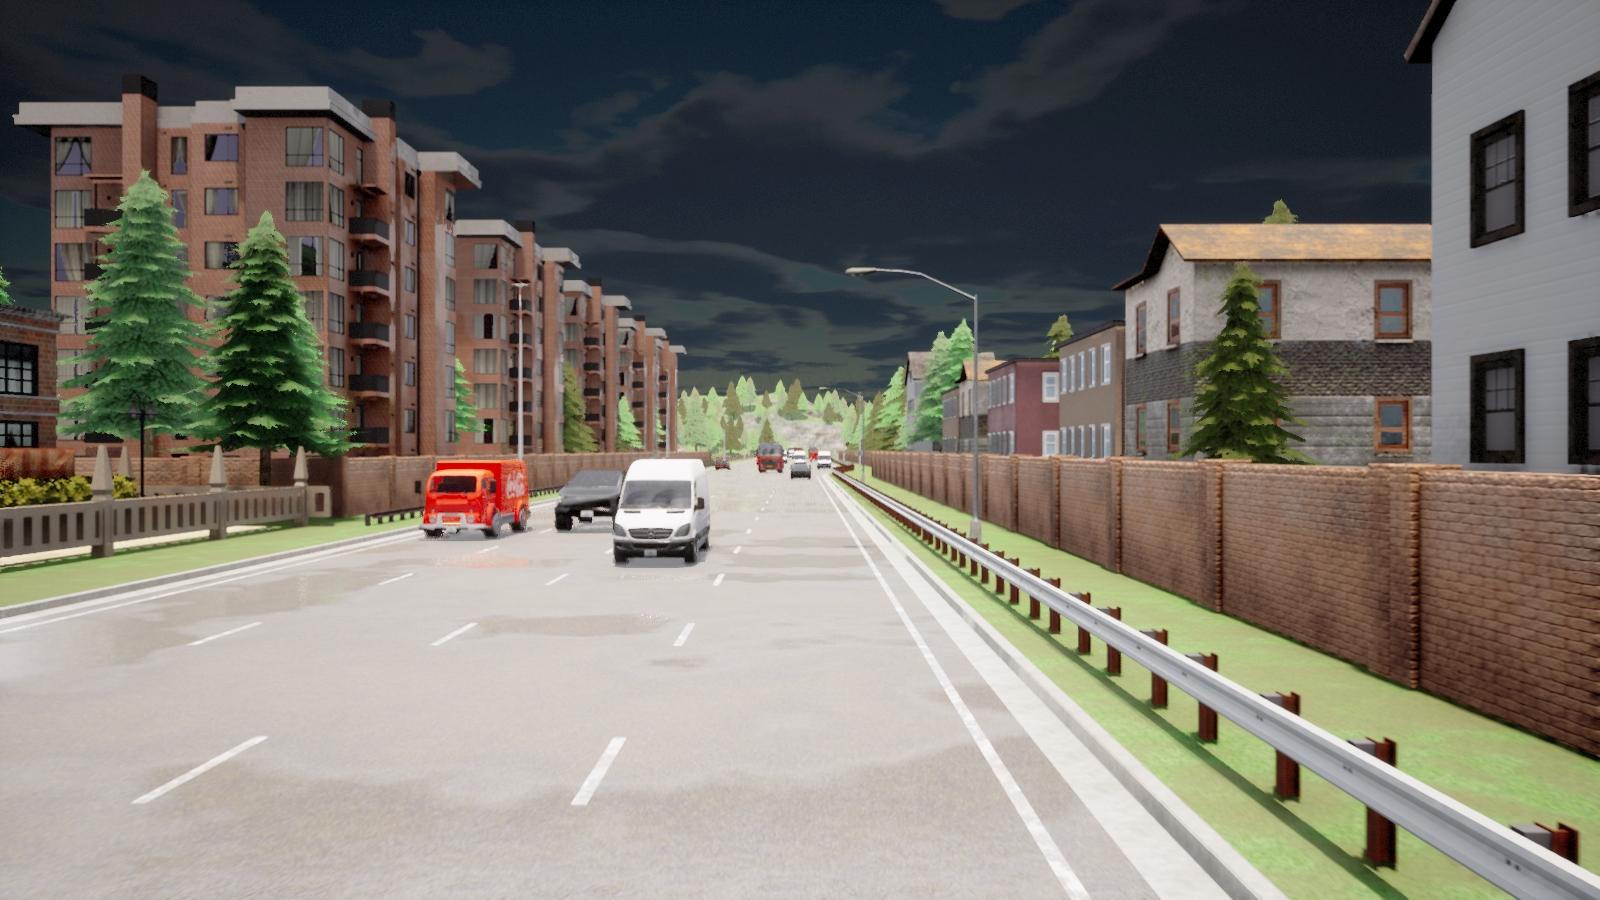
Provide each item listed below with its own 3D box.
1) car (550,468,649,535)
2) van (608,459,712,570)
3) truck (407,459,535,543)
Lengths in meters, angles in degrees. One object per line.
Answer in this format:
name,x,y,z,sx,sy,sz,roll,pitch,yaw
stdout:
car,-7.000,1.743,40.646,2.390,2.098,6.274,0,0,0
van,-3.493,1.527,29.600,1.988,2.561,5.915,0,0,0
truck,-10.501,1.559,36.992,2.627,2.467,5.204,0,0,0
